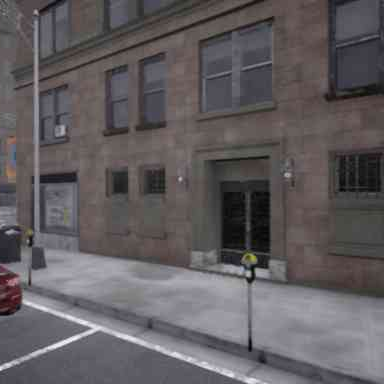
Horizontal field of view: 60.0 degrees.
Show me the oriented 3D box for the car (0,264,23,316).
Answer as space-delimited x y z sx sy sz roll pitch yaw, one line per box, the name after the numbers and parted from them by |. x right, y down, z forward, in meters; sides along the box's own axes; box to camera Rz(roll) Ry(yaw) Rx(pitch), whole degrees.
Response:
-4.822 1.652 6.286 4.206 1.307 1.802 -1 0 35 | car
